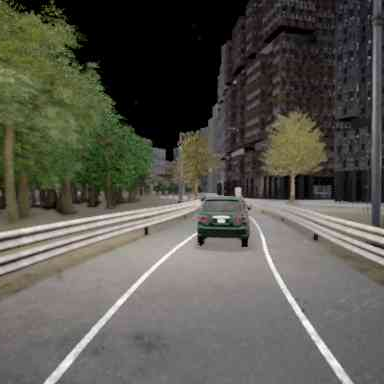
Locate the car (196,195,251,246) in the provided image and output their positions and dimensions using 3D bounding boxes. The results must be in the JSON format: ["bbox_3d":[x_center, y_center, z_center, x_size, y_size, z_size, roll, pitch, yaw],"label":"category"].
[{"bbox_3d":[1.575,1.230,15.667,2.150,2.045,5.566,0,0,9],"label":"car"}]

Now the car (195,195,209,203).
[{"bbox_3d":[2.126,1.415,71.357,1.882,1.535,5.008,0,0,-10],"label":"car"}]
